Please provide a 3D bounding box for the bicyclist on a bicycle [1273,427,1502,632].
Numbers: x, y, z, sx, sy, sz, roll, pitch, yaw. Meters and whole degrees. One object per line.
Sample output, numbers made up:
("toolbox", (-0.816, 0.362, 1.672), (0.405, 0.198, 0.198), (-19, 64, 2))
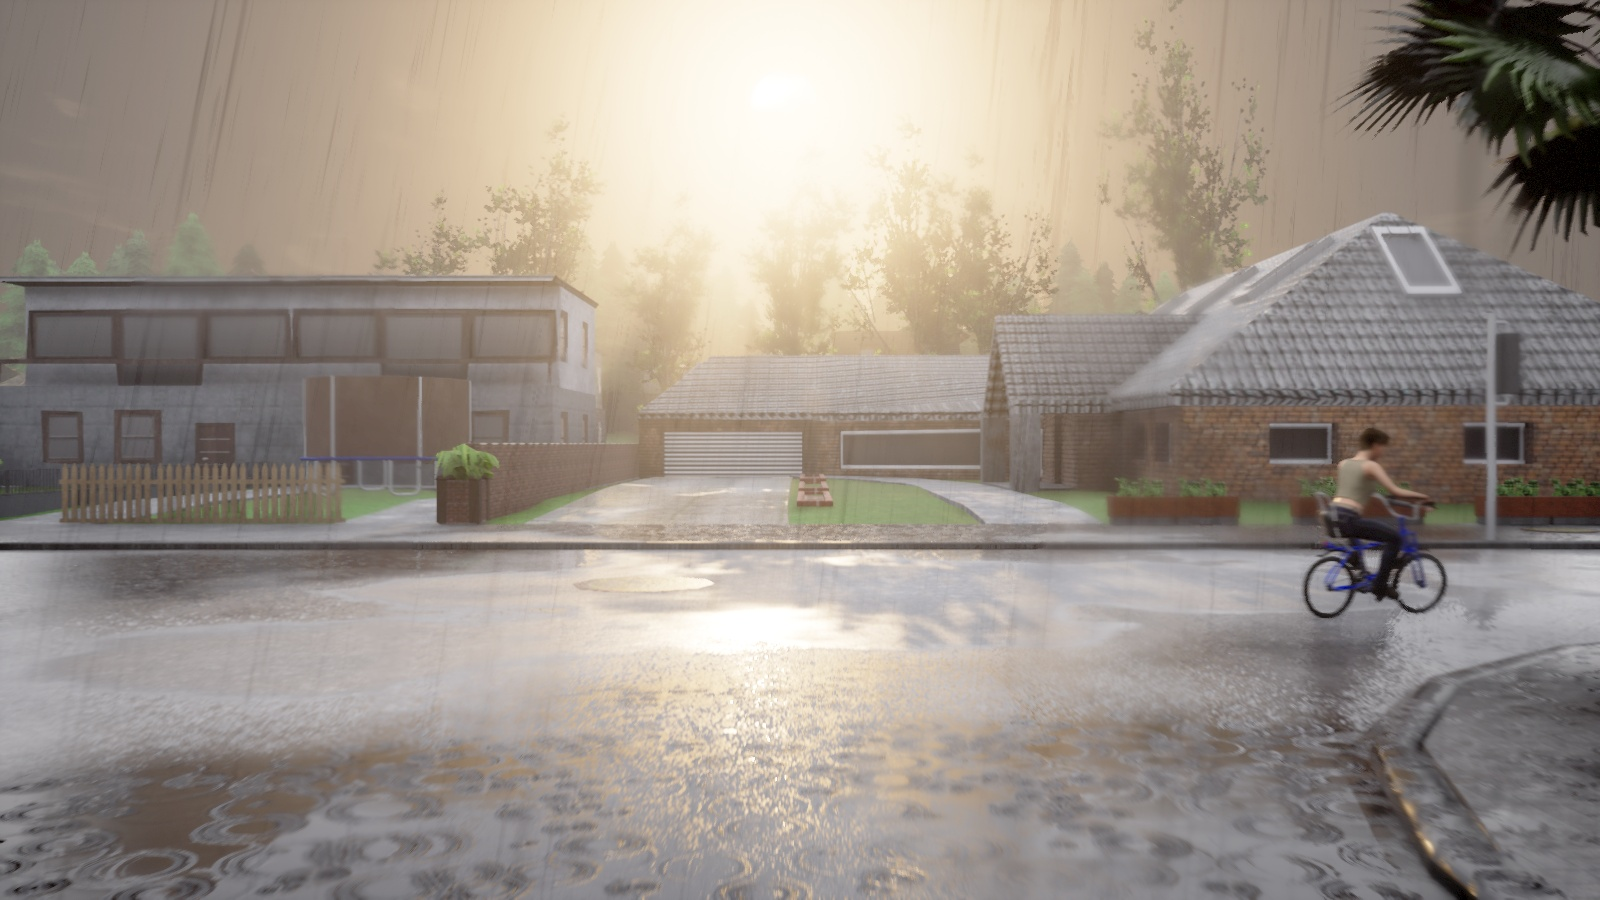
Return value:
("bicyclist on a bicycle", (4.966, 0.628, 10.664), (1.509, 1.612, 0.866), (0, 3, -18))
